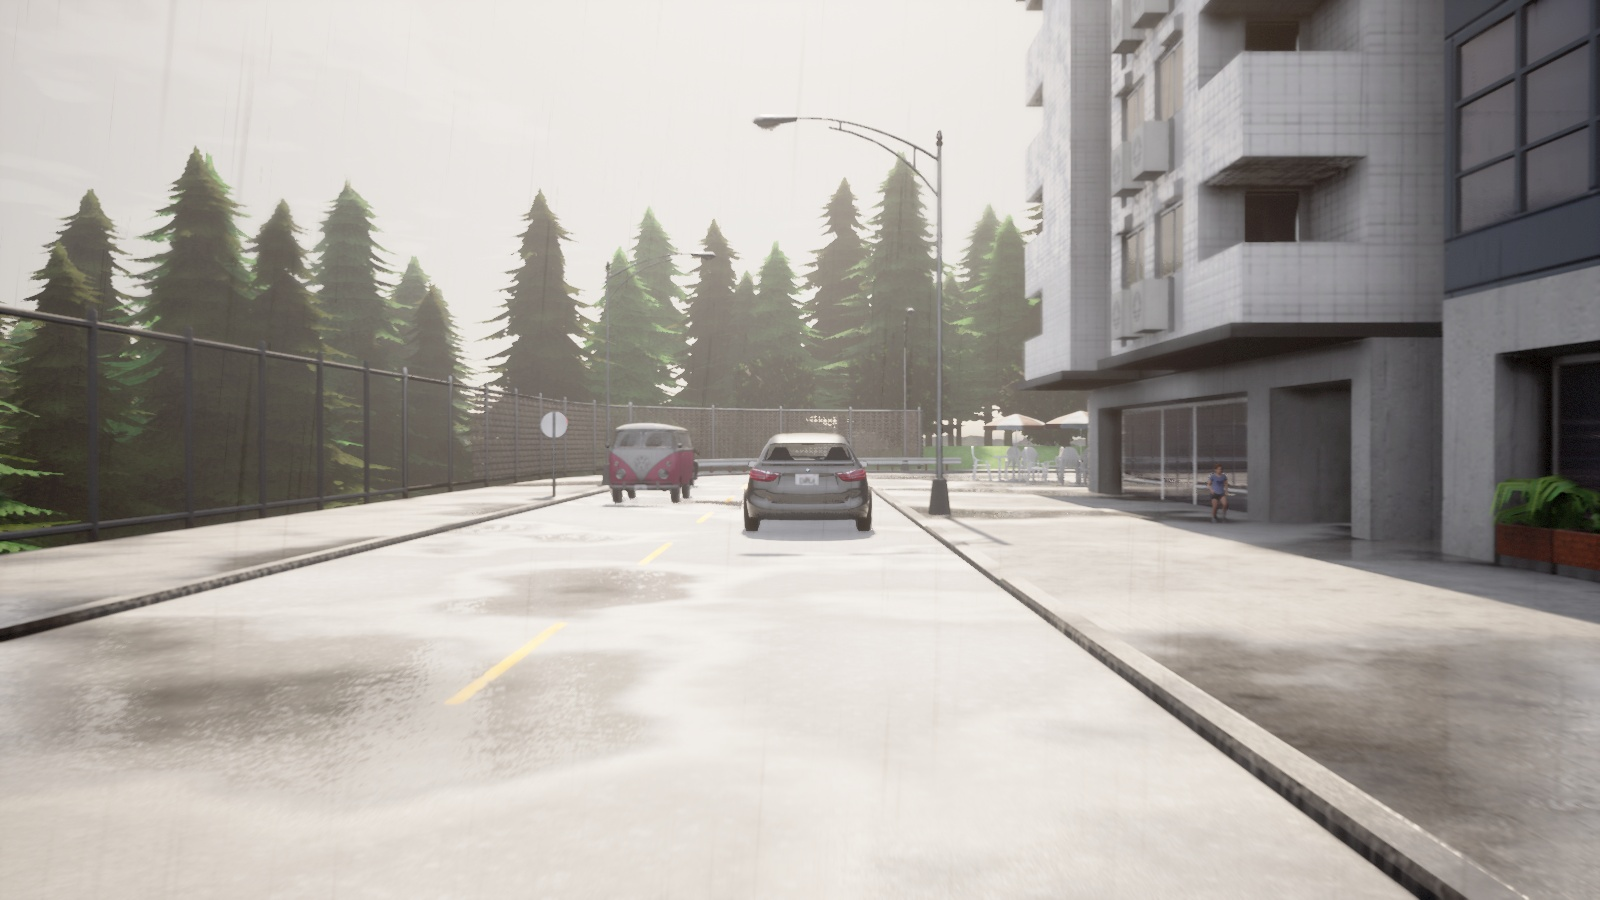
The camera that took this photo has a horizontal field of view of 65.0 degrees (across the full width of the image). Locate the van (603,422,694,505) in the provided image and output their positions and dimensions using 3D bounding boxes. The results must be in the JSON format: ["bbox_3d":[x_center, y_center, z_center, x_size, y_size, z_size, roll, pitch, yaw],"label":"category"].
[{"bbox_3d":[-3.803,0.316,32.237,1.775,1.987,4.442,0,0,0],"label":"van"}]

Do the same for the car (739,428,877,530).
[{"bbox_3d":[0.144,0.462,22.833,2.242,1.667,4.611,0,0,0],"label":"car"}]

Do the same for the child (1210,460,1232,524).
[{"bbox_3d":[7.382,0.738,22.047,0.255,1.110,0.394,0,0,1],"label":"child"}]
